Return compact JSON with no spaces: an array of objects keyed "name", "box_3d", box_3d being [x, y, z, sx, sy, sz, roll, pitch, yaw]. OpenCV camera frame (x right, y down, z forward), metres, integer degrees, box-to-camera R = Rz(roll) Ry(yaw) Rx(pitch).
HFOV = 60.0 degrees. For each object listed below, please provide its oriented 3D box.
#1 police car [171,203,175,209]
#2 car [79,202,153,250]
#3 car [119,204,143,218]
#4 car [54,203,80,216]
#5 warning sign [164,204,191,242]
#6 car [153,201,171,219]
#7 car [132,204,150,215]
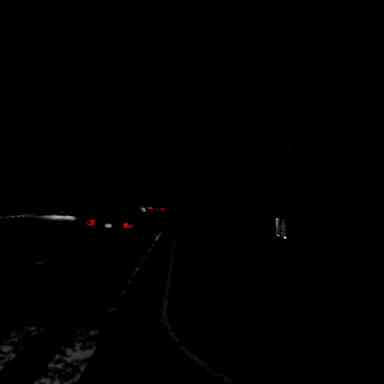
[{"name":"police car","box_3d":[-5.455,3.677,87.955,1.930,1.638,5.238,3,-2,-4]},{"name":"car","box_3d":[-3.507,1.556,16.421,2.150,2.045,5.566,3,-2,-1]},{"name":"car","box_3d":[-7.481,2.328,41.331,2.128,1.511,4.902,3,-2,-1]},{"name":"car","box_3d":[-13.997,1.980,37.763,1.994,1.385,4.181,3,-2,-1]},{"name":"warning sign","box_3d":[-0.747,1.622,17.712,1.300,1.860,1.060,3,-2,-2]},{"name":"car","box_3d":[-4.248,2.252,42.555,2.150,2.045,5.566,3,-1,-1]},{"name":"car","box_3d":[-7.824,2.658,51.744,2.033,1.411,5.357,3,-2,-1]}]
